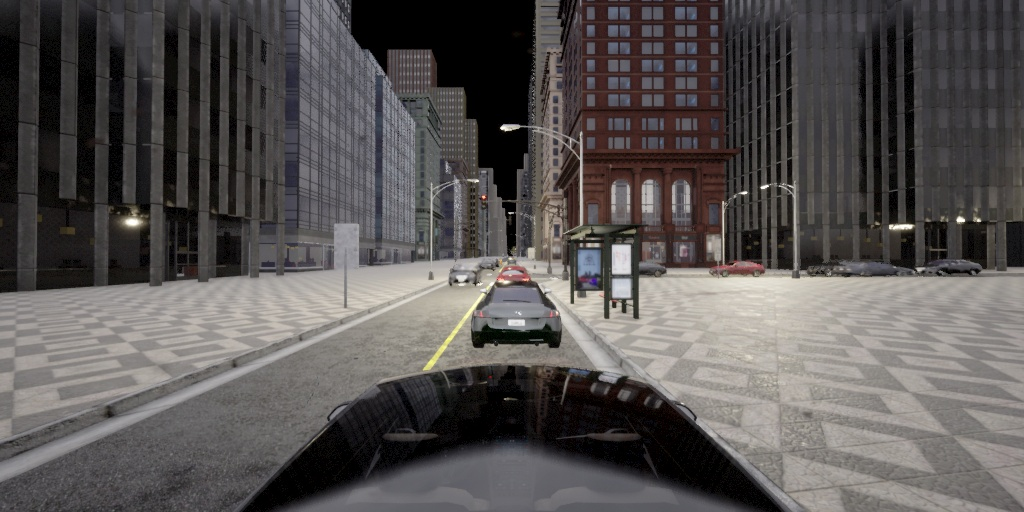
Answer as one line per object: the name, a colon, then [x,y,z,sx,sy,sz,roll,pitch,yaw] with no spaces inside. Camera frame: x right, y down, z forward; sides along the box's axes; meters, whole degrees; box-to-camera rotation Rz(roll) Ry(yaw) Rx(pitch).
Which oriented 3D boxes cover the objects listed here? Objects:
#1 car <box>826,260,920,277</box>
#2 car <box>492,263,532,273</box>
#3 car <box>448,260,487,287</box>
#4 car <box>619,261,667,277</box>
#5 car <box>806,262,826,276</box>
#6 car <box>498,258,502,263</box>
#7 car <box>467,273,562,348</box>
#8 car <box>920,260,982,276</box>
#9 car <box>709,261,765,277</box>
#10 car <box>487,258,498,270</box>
car: [30.057,1.149,30.001,5.357,1.411,2.033,0,-1,0]
car: [0.112,1.269,19.078,1.812,1.442,4.674,0,0,1]
car: [-3.107,1.228,24.478,2.128,1.511,4.902,0,0,0]
car: [11.861,1.225,33.210,4.674,1.442,1.812,0,-1,-2]
car: [30.155,1.113,33.193,5.008,1.535,1.882,0,-1,0]
car: [-3.099,1.134,59.526,1.882,1.535,5.008,0,1,0]
car: [0.096,1.314,9.243,1.994,1.385,4.181,0,0,0]
car: [40.191,1.085,33.158,4.902,1.511,2.128,0,-1,1]
car: [20.798,1.194,33.208,4.674,1.442,1.812,0,-1,0]
car: [-3.113,1.199,45.474,1.837,1.490,4.892,0,0,0]
